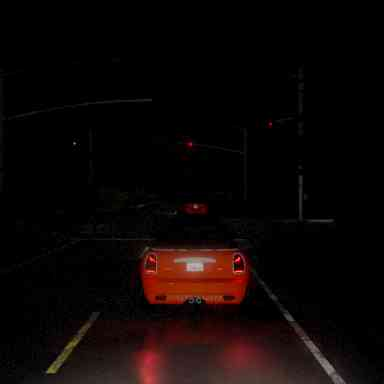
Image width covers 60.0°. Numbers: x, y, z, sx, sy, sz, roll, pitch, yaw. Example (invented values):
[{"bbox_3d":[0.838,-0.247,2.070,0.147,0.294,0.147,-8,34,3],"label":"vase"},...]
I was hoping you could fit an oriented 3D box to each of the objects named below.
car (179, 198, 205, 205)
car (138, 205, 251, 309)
[{"bbox_3d":[-0.067,1.347,31.684,2.097,1.767,4.553,0,0,-11],"label":"car"},{"bbox_3d":[0.059,1.352,8.026,2.097,1.767,4.553,0,0,0],"label":"car"}]
